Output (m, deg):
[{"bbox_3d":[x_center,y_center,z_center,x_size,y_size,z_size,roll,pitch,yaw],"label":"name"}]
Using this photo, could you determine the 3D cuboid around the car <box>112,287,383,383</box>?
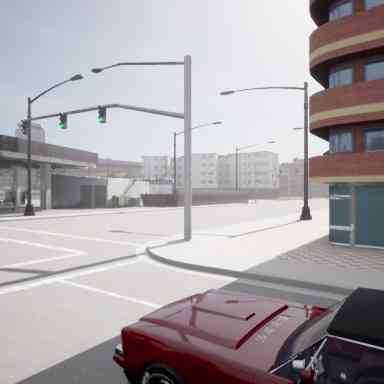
[{"bbox_3d":[1.498,1.601,2.905,4.718,1.301,1.895,0,0,36],"label":"car"}]

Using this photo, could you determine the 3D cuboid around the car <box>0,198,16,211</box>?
[{"bbox_3d":[-22.368,1.456,38.855,3.806,1.475,1.970,0,0,36],"label":"car"}]
